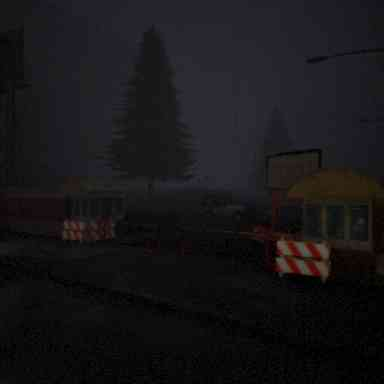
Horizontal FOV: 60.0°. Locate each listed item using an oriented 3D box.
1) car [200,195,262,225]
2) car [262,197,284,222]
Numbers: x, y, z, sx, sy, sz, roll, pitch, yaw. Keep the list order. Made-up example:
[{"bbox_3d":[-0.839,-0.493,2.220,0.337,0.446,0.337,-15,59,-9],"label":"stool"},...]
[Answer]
[{"bbox_3d":[2.361,1.163,22.557,3.866,1.878,1.905,0,0,35],"label":"car"},{"bbox_3d":[4.298,1.352,24.616,4.193,1.474,1.816,0,0,35],"label":"car"}]
